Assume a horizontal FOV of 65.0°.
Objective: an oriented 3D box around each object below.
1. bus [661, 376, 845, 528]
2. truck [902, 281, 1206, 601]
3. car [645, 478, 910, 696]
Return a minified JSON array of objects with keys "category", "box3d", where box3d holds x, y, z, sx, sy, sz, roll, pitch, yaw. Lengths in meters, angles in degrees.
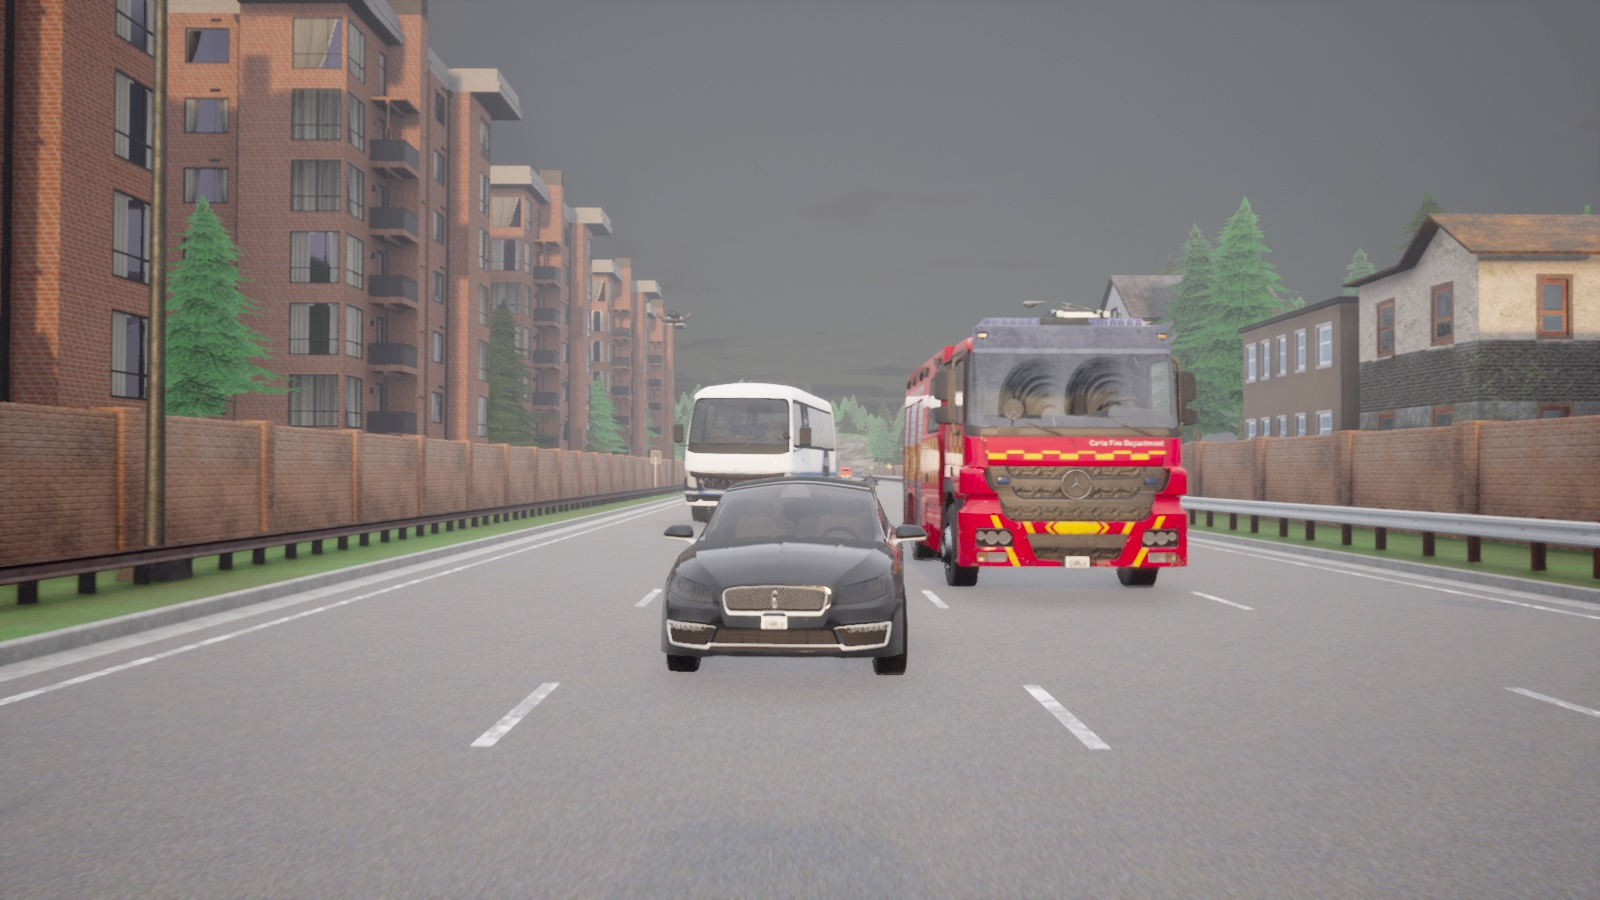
[{"category":"bus","box3d":[-1.162,0.120,40.459,3.944,4.253,10.273,0,-1,9]},{"category":"truck","box3d":[3.390,-0.041,19.302,2.891,3.827,8.468,0,-1,0]},{"category":"car","box3d":[0.013,1.007,11.180,1.837,1.490,4.892,-1,-1,4]}]
